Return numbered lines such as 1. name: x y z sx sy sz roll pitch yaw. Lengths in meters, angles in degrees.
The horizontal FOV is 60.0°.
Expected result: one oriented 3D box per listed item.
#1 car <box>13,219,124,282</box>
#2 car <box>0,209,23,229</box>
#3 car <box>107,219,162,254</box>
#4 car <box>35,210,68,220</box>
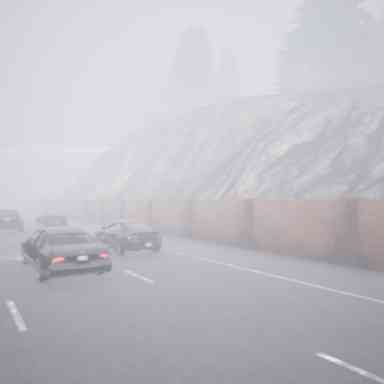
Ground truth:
1. car: -4.323 1.859 10.913 2.033 1.411 5.357 2 -2 -34
2. car: -14.044 2.029 24.957 2.097 1.767 4.553 2 -2 -34
3. car: -3.033 1.974 15.240 1.812 1.442 4.674 2 -2 -34
4. car: -11.898 2.260 28.011 1.882 1.535 5.008 2 -2 -34
